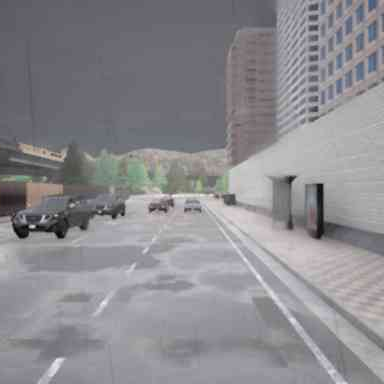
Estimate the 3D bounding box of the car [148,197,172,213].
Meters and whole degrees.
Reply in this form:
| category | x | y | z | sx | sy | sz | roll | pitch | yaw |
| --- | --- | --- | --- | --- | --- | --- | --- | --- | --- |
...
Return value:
| category | x | y | z | sx | sy | sz | roll | pitch | yaw |
| --- | --- | --- | --- | --- | --- | --- | --- | --- | --- |
| car | -3.511 | 1.511 | 35.743 | 1.895 | 1.301 | 4.718 | 0 | 0 | 0 |

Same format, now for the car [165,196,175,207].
| category | x | y | z | sx | sy | sz | roll | pitch | yaw |
| --- | --- | --- | --- | --- | --- | --- | --- | --- | --- |
| car | -3.494 | 1.357 | 48.260 | 1.882 | 1.535 | 5.008 | 0 | 0 | 0 |

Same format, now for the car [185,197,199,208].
| category | x | y | z | sx | sy | sz | roll | pitch | yaw |
| --- | --- | --- | --- | --- | --- | --- | --- | --- | --- |
| car | 0.000 | 1.483 | 47.980 | 1.895 | 1.301 | 4.718 | 0 | 0 | 0 |

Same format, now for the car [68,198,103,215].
| category | x | y | z | sx | sy | sz | roll | pitch | yaw |
| --- | --- | --- | --- | --- | --- | --- | --- | --- | --- |
| car | -10.570 | 1.388 | 33.482 | 1.882 | 1.535 | 5.008 | 0 | 0 | 0 |

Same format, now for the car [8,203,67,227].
| category | x | y | z | sx | sy | sz | roll | pitch | yaw |
| --- | --- | --- | --- | --- | --- | --- | --- | --- | --- |
| car | -10.595 | 1.537 | 23.264 | 1.895 | 1.301 | 4.718 | 0 | 0 | 0 |

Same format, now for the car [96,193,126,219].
| category | x | y | z | sx | sy | sz | roll | pitch | yaw |
| --- | --- | --- | --- | --- | --- | --- | --- | --- | --- |
| car | -7.073 | 1.147 | 28.287 | 2.150 | 2.045 | 5.566 | 0 | 0 | 0 |

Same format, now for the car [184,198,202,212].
| category | x | y | z | sx | sy | sz | roll | pitch | yaw |
| --- | --- | --- | --- | --- | --- | --- | --- | --- | --- |
| car | 0.083 | 1.512 | 36.432 | 1.895 | 1.301 | 4.718 | 0 | 0 | 0 |

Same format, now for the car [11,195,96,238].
| category | x | y | z | sx | sy | sz | roll | pitch | yaw |
| --- | --- | --- | --- | --- | --- | --- | --- | --- | --- |
| car | -7.089 | 1.174 | 17.558 | 2.150 | 2.045 | 5.566 | 0 | 0 | 0 |
